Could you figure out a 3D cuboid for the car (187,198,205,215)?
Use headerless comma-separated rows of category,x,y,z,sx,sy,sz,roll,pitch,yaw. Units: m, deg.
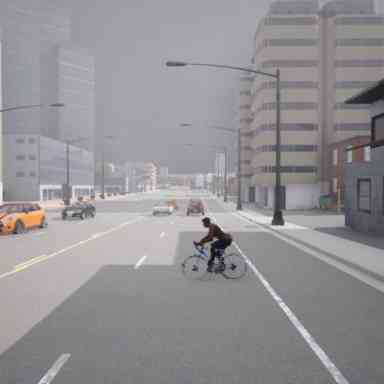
car,0.408,1.744,36.604,1.812,1.442,4.674,0,0,1

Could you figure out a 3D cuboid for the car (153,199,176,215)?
car,-3.099,1.819,36.587,1.895,1.301,4.718,0,0,1

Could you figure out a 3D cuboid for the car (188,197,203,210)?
car,0.494,1.619,48.151,2.128,1.511,4.902,0,1,1

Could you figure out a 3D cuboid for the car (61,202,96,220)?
car,-10.286,1.690,30.506,2.128,1.511,4.902,0,0,1

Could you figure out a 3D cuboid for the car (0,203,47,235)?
car,-10.422,1.450,19.548,2.097,1.767,4.553,0,0,1

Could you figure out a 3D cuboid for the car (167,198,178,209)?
car,-3.015,1.613,47.646,1.882,1.535,5.008,0,1,1

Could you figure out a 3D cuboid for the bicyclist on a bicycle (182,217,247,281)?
bicyclist on a bicycle,0.551,1.462,8.447,1.656,1.620,0.582,-2,0,1
